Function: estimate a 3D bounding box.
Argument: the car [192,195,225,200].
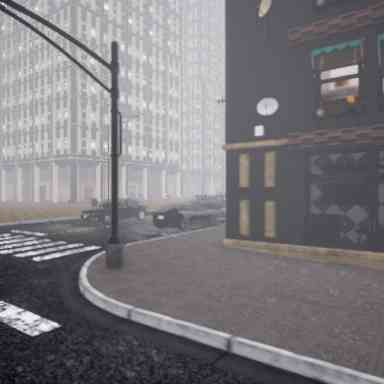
[{"bbox_3d":[0.908,0.988,29.620,2.128,1.511,4.902,0,1,35],"label":"car"}]

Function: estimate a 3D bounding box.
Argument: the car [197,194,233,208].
[{"bbox_3d":[2.570,0.952,36.448,1.947,1.339,4.313,1,2,35],"label":"car"}]

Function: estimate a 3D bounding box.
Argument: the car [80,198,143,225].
[{"bbox_3d":[-4.879,1.171,21.425,1.837,1.490,4.892,0,1,35],"label":"car"}]

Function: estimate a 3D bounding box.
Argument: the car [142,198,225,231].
[{"bbox_3d":[-0.319,1.235,17.824,1.947,1.339,4.313,1,2,35],"label":"car"}]
